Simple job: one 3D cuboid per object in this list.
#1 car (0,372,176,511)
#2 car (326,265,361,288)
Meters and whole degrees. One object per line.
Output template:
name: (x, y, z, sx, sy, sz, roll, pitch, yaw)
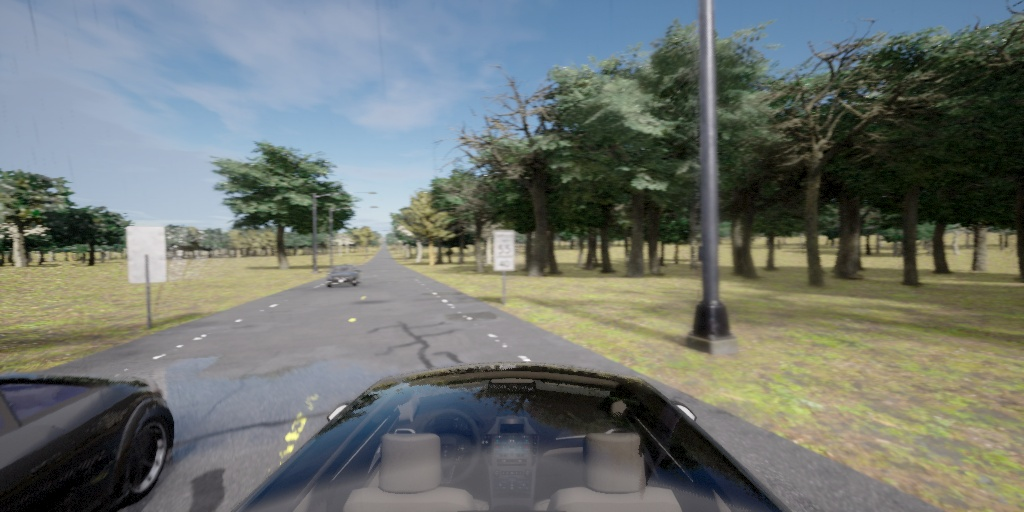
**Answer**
car: (-3.510, 1.369, 1.416, 1.994, 1.385, 4.181, -1, 0, -19)
car: (-11.985, 1.386, 25.689, 1.837, 1.490, 4.892, -1, 0, -19)
